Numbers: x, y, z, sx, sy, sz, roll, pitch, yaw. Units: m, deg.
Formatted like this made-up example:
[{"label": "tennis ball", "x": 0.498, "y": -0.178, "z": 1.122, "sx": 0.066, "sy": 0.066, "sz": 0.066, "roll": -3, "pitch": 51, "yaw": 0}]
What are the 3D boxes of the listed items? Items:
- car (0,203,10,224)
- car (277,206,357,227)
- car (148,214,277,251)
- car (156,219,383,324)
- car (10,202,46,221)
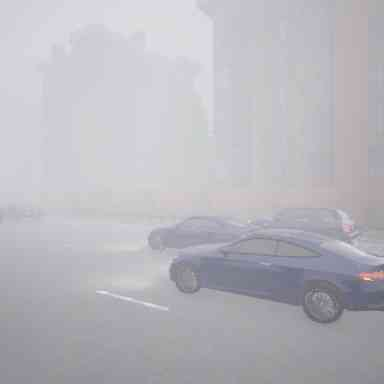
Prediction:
[{"label": "car", "x": -15.078, "y": 1.507, "z": 23.346, "sx": 4.892, "sy": 1.490, "sz": 1.837, "roll": 1, "pitch": 0, "yaw": 36}, {"label": "car", "x": 4.344, "y": 1.353, "z": 13.790, "sx": 4.553, "sy": 1.767, "sz": 2.097, "roll": 0, "pitch": 0, "yaw": 36}, {"label": "car", "x": 0.471, "y": 1.526, "z": 12.253, "sx": 4.674, "sy": 1.442, "sz": 1.812, "roll": 0, "pitch": 0, "yaw": 35}, {"label": "car", "x": 1.656, "y": 1.526, "z": 7.110, "sx": 4.674, "sy": 1.442, "sz": 1.812, "roll": 0, "pitch": 0, "yaw": 35}, {"label": "car", "x": -13.976, "y": 1.547, "z": 26.860, "sx": 5.357, "sy": 1.411, "sz": 2.033, "roll": 0, "pitch": 0, "yaw": 36}]
